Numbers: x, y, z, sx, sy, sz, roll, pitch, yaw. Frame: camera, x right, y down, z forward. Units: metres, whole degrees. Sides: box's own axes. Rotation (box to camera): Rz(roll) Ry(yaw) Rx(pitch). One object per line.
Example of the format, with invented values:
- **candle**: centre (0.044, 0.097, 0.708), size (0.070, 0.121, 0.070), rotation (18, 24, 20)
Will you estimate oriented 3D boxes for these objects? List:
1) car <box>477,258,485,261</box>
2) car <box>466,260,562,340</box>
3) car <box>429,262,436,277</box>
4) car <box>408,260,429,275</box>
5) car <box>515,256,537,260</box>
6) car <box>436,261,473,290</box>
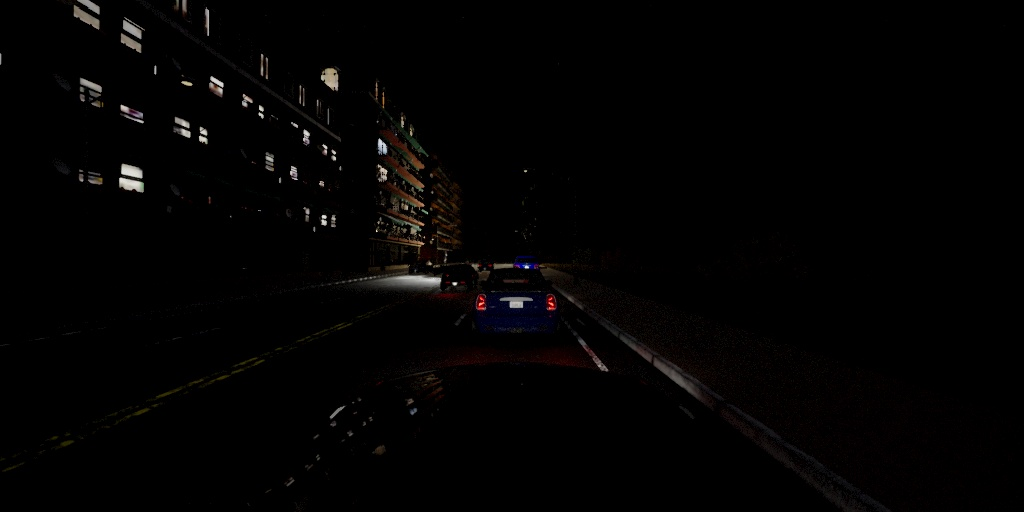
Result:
- **car**: centre (-3.146, 1.279, 43.945), size (1.812, 1.442, 4.674), rotation (0, 0, 0)
- **car**: centre (0.098, 1.103, 10.112), size (2.097, 1.767, 4.553), rotation (0, 0, 0)
- **car**: centre (-6.599, 1.354, 35.932), size (1.895, 1.301, 4.718), rotation (0, 0, 0)
- **car**: centre (-9.848, 1.245, 39.036), size (2.128, 1.511, 4.902), rotation (0, 0, 0)
- **car**: centre (1.139, 0.979, 30.065), size (2.150, 2.045, 5.566), rotation (0, 0, 0)
- **car**: centre (-3.150, 1.259, 22.210), size (1.837, 1.490, 4.892), rotation (0, 0, 0)
